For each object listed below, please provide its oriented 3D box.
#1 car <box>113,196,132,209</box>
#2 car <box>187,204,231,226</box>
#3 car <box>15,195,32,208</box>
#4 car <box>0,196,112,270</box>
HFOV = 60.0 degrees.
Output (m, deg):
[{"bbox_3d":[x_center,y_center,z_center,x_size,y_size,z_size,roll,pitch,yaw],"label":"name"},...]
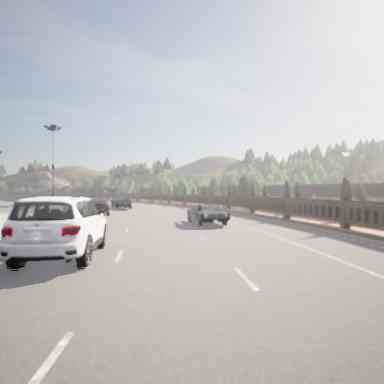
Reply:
[{"bbox_3d":[-8.604,1.244,40.265,2.128,1.511,4.902,0,0,-23],"label":"car"},{"bbox_3d":[0.957,1.444,22.103,1.895,1.301,4.718,0,0,-12],"label":"car"},{"bbox_3d":[-23.007,1.247,45.385,1.882,1.535,5.008,0,0,-29],"label":"car"},{"bbox_3d":[-4.231,1.160,11.071,2.150,2.045,5.566,0,0,-7],"label":"car"}]
